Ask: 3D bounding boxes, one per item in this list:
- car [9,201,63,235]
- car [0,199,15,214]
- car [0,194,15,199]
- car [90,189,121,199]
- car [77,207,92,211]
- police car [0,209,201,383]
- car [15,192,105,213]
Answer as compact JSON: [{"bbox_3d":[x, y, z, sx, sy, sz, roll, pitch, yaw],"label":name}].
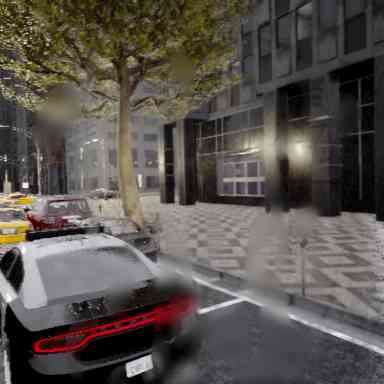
[{"bbox_3d":[-8.518,1.271,17.946,1.887,1.381,4.507,-3,2,-34],"label":"car"},{"bbox_3d":[-7.647,1.284,13.389,1.801,1.575,5.366,-3,2,-34],"label":"car"},{"bbox_3d":[-14.602,1.182,26.809,1.752,1.417,4.829,-3,2,-34],"label":"car"},{"bbox_3d":[-11.299,0.328,43.082,4.902,1.511,2.128,-4,3,-34],"label":"car"},{"bbox_3d":[-2.527,1.348,9.228,2.008,1.369,4.403,-3,2,-34],"label":"car"},{"bbox_3d":[-1.939,1.322,5.080,1.930,1.638,5.238,-3,2,-34],"label":"police car"},{"bbox_3d":[-5.530,1.077,13.580,2.192,1.841,5.009,-3,2,-34],"label":"car"}]
